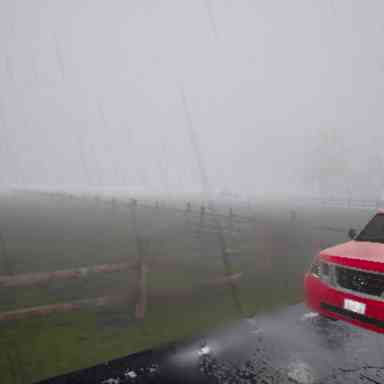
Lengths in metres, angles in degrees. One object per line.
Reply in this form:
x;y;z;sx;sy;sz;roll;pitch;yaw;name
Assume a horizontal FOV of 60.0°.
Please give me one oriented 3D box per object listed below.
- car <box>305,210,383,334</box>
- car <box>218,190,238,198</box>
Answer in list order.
4.555;1.295;6.322;5.566;2.045;2.150;1;0;-36;car
7.459;0.420;68.665;1.837;1.490;4.892;2;0;-35;car
